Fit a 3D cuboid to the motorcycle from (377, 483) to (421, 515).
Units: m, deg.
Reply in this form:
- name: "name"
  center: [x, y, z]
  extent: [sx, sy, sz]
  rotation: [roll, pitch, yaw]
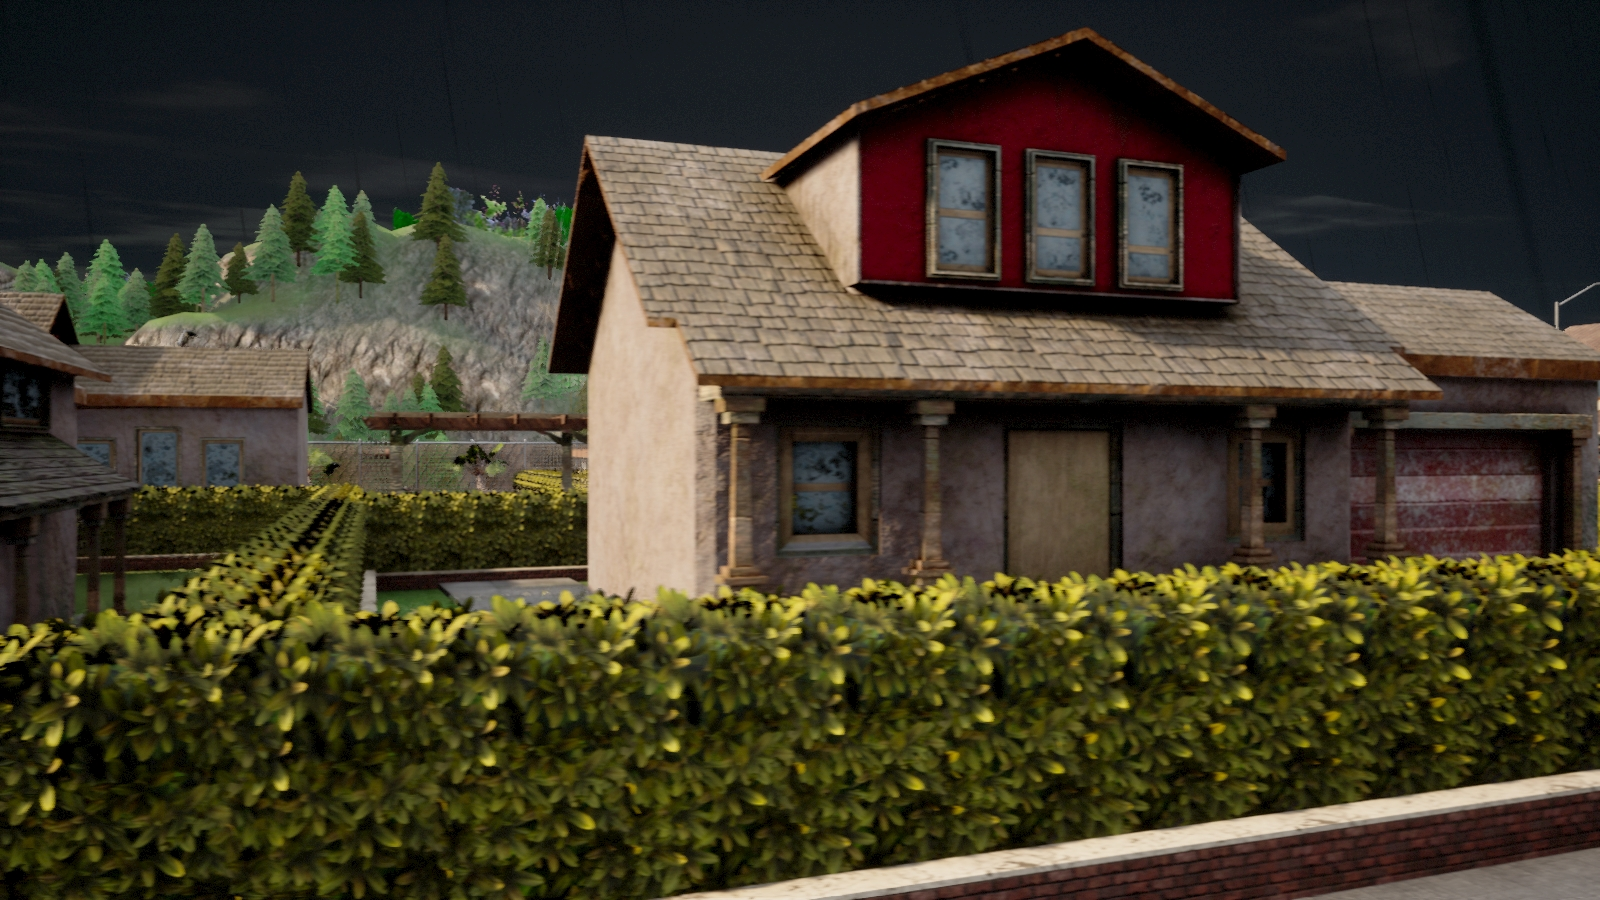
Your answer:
- name: "motorcycle"
  center: [-17.583, 2.142, 50.156]
  extent: [1.805, 1.316, 0.856]
  rotation: [0, 0, -20]
